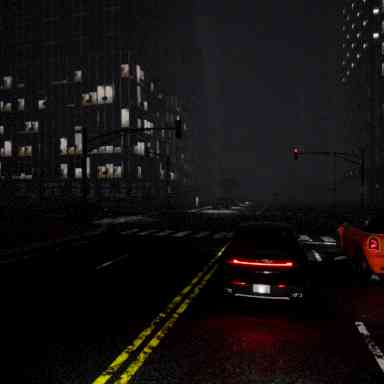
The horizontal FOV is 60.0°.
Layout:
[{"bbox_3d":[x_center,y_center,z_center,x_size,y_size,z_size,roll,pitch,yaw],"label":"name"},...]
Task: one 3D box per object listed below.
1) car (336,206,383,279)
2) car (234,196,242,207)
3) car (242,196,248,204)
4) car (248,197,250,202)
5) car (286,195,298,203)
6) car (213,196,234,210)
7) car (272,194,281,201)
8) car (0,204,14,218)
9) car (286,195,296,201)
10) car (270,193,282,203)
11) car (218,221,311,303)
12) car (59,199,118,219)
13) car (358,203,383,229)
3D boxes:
[{"bbox_3d":[5.734,1.347,9.962,2.097,1.767,4.553,0,0,15],"label":"car"},{"bbox_3d":[6.257,1.471,51.875,1.837,1.490,4.892,0,0,14],"label":"car"},{"bbox_3d":[8.595,1.481,60.849,1.812,1.442,4.674,0,0,15],"label":"car"},{"bbox_3d":[11.155,1.496,70.504,1.994,1.385,4.181,0,0,14],"label":"car"},{"bbox_3d":[20.976,1.463,69.517,2.128,1.511,4.902,0,0,14],"label":"car"},{"bbox_3d":[3.943,1.501,42.880,1.812,1.442,4.674,0,0,14],"label":"car"},{"bbox_3d":[20.398,1.235,80.329,1.882,1.535,5.008,0,0,14],"label":"car"},{"bbox_3d":[-16.744,1.434,27.237,4.313,1.339,1.947,1,1,16],"label":"car"},{"bbox_3d":[23.546,1.465,79.517,2.033,1.411,5.357,0,0,14],"label":"car"},{"bbox_3d":[17.808,1.157,70.269,2.150,2.045,5.566,0,0,14],"label":"car"},{"bbox_3d":[1.862,1.501,8.362,1.837,1.490,4.892,0,0,14],"label":"car"},{"bbox_3d":[-8.623,1.371,27.788,5.008,1.535,1.882,1,1,16],"label":"car"},{"bbox_3d":[13.748,1.575,21.641,5.008,1.535,1.882,1,1,15],"label":"car"}]
